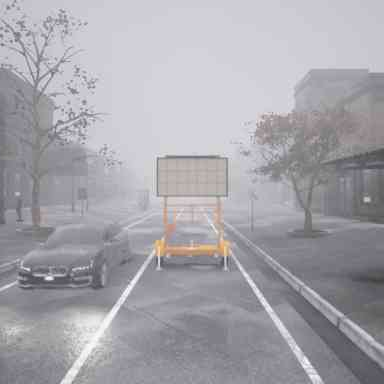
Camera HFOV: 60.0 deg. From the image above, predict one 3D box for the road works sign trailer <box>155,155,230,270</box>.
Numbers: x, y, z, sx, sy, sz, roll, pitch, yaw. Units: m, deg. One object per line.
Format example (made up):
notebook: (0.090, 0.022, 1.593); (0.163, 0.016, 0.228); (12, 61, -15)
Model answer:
road works sign trailer: (0.008, 0.560, 11.359); (2.380, 3.560, 2.880); (0, -1, 0)

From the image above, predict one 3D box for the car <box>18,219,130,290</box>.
car: (-2.993, 1.580, 9.404); (1.837, 1.490, 4.892); (0, -1, 0)

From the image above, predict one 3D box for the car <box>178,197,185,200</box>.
car: (-2.941, 1.898, 91.350); (1.812, 1.442, 4.674); (0, 0, 0)
